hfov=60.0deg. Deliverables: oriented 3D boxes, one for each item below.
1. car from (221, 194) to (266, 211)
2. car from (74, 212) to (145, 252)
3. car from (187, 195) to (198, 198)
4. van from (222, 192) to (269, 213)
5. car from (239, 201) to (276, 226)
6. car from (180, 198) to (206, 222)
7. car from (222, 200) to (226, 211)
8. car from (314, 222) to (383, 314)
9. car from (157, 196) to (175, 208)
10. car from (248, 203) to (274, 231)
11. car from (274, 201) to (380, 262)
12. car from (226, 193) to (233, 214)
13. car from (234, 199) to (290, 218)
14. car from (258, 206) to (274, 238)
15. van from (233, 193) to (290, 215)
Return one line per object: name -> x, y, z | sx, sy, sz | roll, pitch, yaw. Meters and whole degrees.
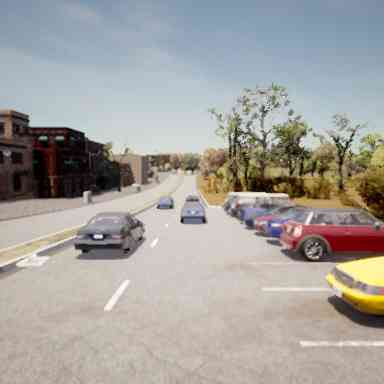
car -> 5.536, 1.103, 36.434 | 4.553, 1.767, 2.185 | 0, 1, 0
car -> -3.168, 1.530, 13.685 | 2.033, 1.411, 5.357 | 0, 0, 0
car -> 0.062, 1.145, 41.978 | 1.837, 1.490, 4.892 | 0, 1, 0
van -> 5.392, 1.048, 33.681 | 4.442, 1.987, 1.878 | 0, 1, 0
car -> 5.491, 1.454, 19.909 | 4.792, 1.488, 2.163 | 0, 1, 0
car -> 0.073, 1.444, 25.356 | 2.033, 1.411, 5.357 | 0, 0, 0
car -> 5.505, 1.313, 30.926 | 4.892, 1.521, 2.231 | 0, 1, 0
car -> 5.347, 1.480, 6.132 | 5.366, 1.575, 1.946 | 0, 0, 0
car -> -3.187, 1.211, 40.833 | 2.033, 1.411, 5.357 | 0, 1, 0
car -> 5.525, 1.482, 17.151 | 4.674, 1.452, 2.002 | 0, 0, 0
car -> 5.497, 1.346, 11.635 | 4.553, 1.767, 2.185 | 0, 0, 0
car -> 5.482, 1.220, 28.297 | 4.553, 1.767, 2.185 | 0, 1, 0
car -> 5.547, 1.430, 22.662 | 4.792, 1.488, 2.163 | 0, 1, 0
car -> 5.523, 1.497, 14.397 | 4.674, 1.452, 2.002 | 0, 0, 0
van -> 5.632, 1.150, 25.412 | 4.442, 1.987, 1.878 | 0, 1, 0
